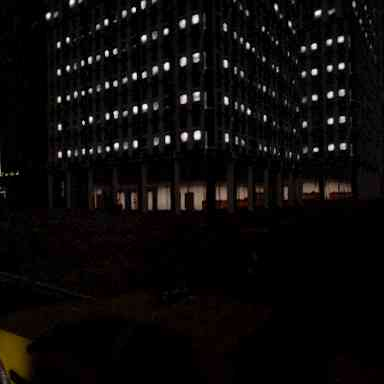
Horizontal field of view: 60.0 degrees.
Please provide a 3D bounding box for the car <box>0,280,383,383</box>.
[{"bbox_3d":[-0.397,1.531,3.172,4.829,1.417,1.752,0,-1,35],"label":"car"}]
